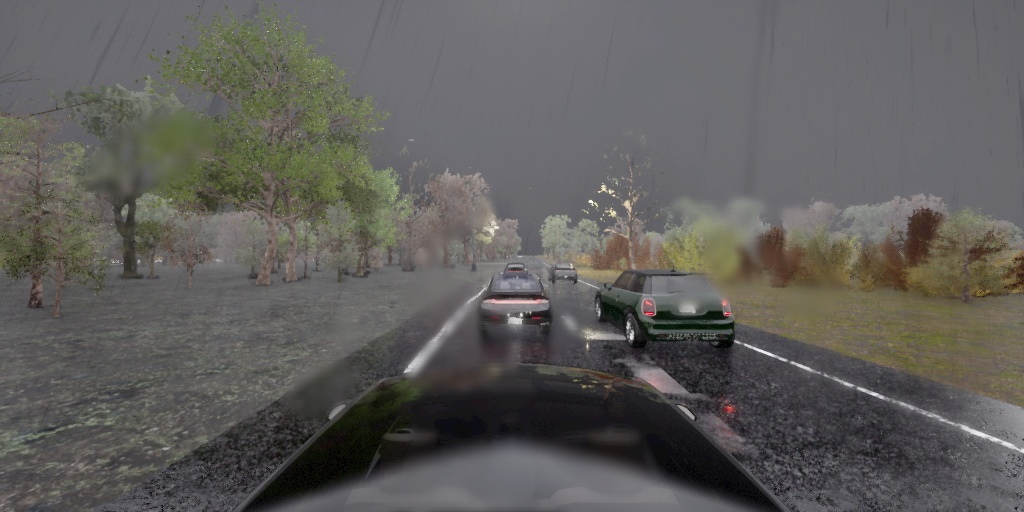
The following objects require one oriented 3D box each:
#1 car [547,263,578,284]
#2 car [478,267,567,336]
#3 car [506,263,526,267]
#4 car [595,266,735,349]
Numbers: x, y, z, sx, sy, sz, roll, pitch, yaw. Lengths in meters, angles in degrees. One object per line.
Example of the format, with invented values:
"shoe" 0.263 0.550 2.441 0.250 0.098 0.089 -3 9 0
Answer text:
"car" 3.800 1.245 27.336 2.128 1.511 4.902 0 0 1
"car" 0.101 1.243 10.395 2.128 1.511 4.902 0 0 0
"car" 0.304 1.259 27.608 1.837 1.490 4.892 0 0 1
"car" 3.598 1.103 9.359 2.097 1.767 4.553 0 0 1
